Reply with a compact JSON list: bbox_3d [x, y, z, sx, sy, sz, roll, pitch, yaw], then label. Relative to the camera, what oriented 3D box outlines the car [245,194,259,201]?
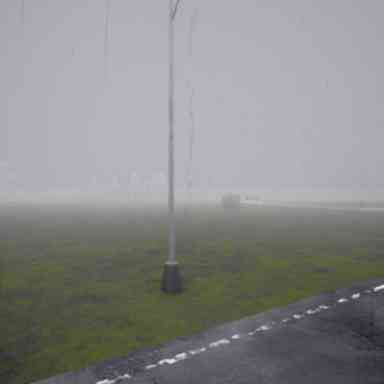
[{"bbox_3d":[12.898,1.172,71.965,1.837,1.490,4.892,-1,0,-12],"label":"car"}]
